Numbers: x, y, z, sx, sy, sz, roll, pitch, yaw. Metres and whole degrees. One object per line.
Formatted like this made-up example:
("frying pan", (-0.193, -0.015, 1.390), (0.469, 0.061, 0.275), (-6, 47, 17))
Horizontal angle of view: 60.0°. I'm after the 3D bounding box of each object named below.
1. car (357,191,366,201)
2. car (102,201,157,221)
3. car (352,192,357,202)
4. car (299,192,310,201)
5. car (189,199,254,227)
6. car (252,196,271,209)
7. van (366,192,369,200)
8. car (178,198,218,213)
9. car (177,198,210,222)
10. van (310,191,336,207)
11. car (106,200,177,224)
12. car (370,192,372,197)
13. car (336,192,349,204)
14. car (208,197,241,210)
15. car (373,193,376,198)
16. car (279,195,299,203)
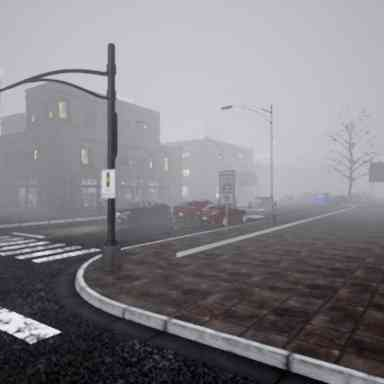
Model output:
("car", (32.734, 0.924, 66.047), (1.967, 1.590, 4.097), (0, 1, 35))
("car", (-4.873, 1.429, 26.302), (1.802, 1.307, 4.206), (0, 1, 35))
("car", (26.457, 1.101, 56.951), (1.887, 1.381, 4.507), (0, 1, 35))
("car", (22.698, 0.837, 66.257), (2.192, 1.841, 5.009), (0, 1, 35))
("car", (2.025, 1.389, 21.542), (1.887, 1.381, 4.507), (0, 1, 35))
("car", (8.518, 1.238, 41.122), (1.812, 1.442, 4.674), (0, 0, 35))
("van", (35.872, 0.790, 70.595), (1.690, 1.788, 3.998), (0, 1, 35))
("car", (0.729, 1.331, 34.421), (2.008, 1.369, 4.403), (0, 1, 35))
("car", (0.667, 1.313, 24.214), (1.882, 1.535, 5.008), (0, 0, 35))
("van", (17.042, 1.007, 43.304), (1.690, 1.788, 3.998), (0, 1, 35))
("car", (-3.564, 1.347, 23.648), (2.128, 1.511, 4.902), (0, 0, 35))
("car", (39.011, 0.958, 75.145), (1.887, 1.381, 4.507), (0, 1, 35))
("car", (23.319, 1.158, 52.403), (1.947, 1.339, 4.313), (0, 1, 35))
("car", (3.867, 1.308, 38.969), (1.947, 1.339, 4.313), (0, 1, 35))
("car", (45.272, 0.777, 84.217), (1.967, 1.590, 4.097), (0, 1, 35))
("car", (16.420, 1.176, 57.162), (1.802, 1.307, 4.206), (0, 1, 35))
